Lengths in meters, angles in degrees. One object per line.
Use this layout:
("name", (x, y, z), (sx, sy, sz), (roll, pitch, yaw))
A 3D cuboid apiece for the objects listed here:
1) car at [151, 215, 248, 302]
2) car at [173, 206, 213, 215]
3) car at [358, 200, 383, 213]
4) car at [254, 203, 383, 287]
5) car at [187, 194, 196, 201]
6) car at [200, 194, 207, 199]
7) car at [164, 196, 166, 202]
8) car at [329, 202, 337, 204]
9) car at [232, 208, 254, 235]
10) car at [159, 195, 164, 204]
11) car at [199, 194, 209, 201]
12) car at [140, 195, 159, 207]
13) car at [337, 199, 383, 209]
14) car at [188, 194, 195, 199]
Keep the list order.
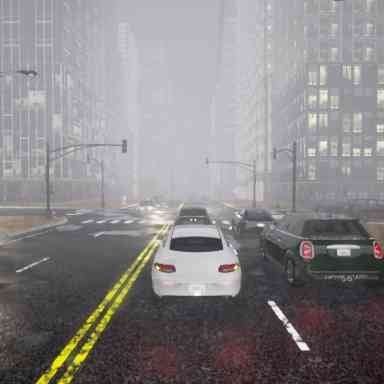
("car", (0.082, 1.521, 8.153), (1.812, 1.442, 4.674), (0, 0, 0))
("car", (0.058, 1.495, 17.486), (1.837, 1.490, 4.892), (0, 0, 0))
("car", (21.720, 1.639, 37.864), (4.829, 1.417, 1.752), (1, 0, 1))
("car", (3.328, 1.347, 9.427), (2.097, 1.767, 4.553), (0, 0, 0))
("car", (-0.190, 1.411, 80.316), (1.837, 1.490, 4.892), (0, 0, 0))
("car", (3.035, 1.258, 90.740), (1.812, 1.442, 4.674), (0, 0, 0))
("car", (-6.671, 1.410, 71.443), (1.882, 1.535, 5.008), (0, 0, 0))
("car", (15.008, 1.698, 35.368), (4.718, 1.301, 1.895), (0, 1, 1))
("car", (3.307, 1.553, 17.979), (1.994, 1.385, 4.181), (0, 0, 0))
("car", (-6.713, 1.424, 61.068), (1.882, 1.535, 5.008), (0, 0, 1))
("car", (3.060, 1.389, 80.323), (1.882, 1.535, 5.008), (0, 0, 0))
("car", (-6.711, 1.524, 50.744), (1.994, 1.385, 4.181), (0, 0, 0))
("car", (16.131, 1.516, 29.564), (5.009, 1.841, 2.192), (1, 0, 1))
("car", (-0.215, 1.212, 90.733), (1.882, 1.535, 5.008), (0, 0, 0))
